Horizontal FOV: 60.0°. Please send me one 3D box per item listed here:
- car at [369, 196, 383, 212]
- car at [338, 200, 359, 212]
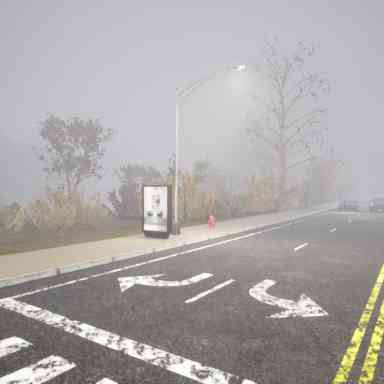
[{"bbox_3d":[21.539,1.393,38.046,2.097,1.767,4.553,0,0,31],"label":"car"},{"bbox_3d":[18.724,1.602,39.670,1.994,1.385,4.181,0,0,31],"label":"car"}]
